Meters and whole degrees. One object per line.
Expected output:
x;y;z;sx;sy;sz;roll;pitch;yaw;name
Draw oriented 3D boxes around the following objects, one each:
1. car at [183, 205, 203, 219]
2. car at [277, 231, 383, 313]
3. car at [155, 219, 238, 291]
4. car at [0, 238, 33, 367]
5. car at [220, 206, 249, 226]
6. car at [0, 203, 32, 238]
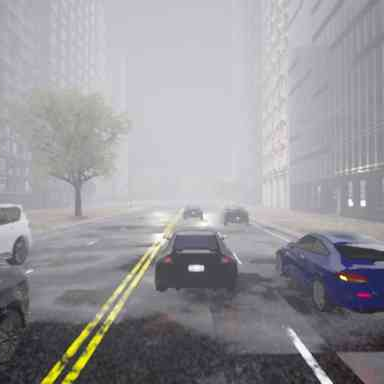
0.119;2.023;34.161;1.994;1.385;4.181;0;-1;0;car
3.352;1.631;7.742;1.812;1.442;4.674;0;-1;0;car
0.104;1.692;9.421;1.994;1.385;4.181;0;-1;0;car
-3.348;1.534;3.070;2.128;1.511;4.902;0;-1;0;car
3.366;1.839;26.962;1.882;1.535;5.008;0;-1;0;car
-6.595;1.347;9.270;2.150;2.045;5.566;0;-1;0;car
